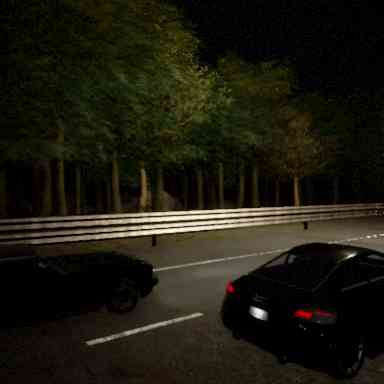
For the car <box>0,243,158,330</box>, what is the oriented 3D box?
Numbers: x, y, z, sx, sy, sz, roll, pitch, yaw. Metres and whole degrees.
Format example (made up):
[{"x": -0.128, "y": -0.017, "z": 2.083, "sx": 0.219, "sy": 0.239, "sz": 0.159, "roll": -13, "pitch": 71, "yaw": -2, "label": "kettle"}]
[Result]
[{"x": -3.011, "y": 1.601, "z": 5.897, "sx": 4.718, "sy": 1.301, "sz": 1.895, "roll": 0, "pitch": 0, "yaw": -35, "label": "car"}]

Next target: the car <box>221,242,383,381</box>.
[{"x": 2.507, "y": 1.564, "z": 5.536, "sx": 4.181, "sy": 1.385, "sz": 1.994, "roll": 0, "pitch": 0, "yaw": -35, "label": "car"}]
